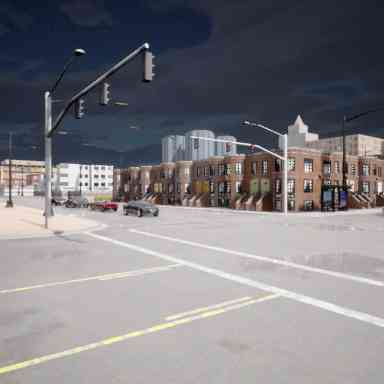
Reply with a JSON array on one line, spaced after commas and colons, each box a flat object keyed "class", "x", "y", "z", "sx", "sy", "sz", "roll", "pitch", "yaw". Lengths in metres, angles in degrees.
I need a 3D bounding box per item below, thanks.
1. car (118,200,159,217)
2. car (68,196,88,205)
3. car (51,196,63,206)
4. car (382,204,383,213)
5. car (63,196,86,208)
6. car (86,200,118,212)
[{"class": "car", "x": -4.866, "y": 1.505, "z": 31.318, "sx": 1.837, "sy": 1.490, "sz": 4.892, "roll": 0, "pitch": 0, "yaw": -36}, {"class": "car", "x": -20.246, "y": 1.491, "z": 58.940, "sx": 2.128, "sy": 1.511, "sz": 4.902, "roll": 0, "pitch": 0, "yaw": -36}, {"class": "car", "x": -22.298, "y": 1.492, "z": 55.551, "sx": 2.128, "sy": 1.511, "sz": 4.902, "roll": 0, "pitch": 0, "yaw": -35}, {"class": "car", "x": 20.214, "y": 1.222, "z": 31.415, "sx": 5.566, "sy": 2.045, "sz": 2.150, "roll": 0, "pitch": 0, "yaw": -36}, {"class": "car", "x": -16.277, "y": 1.352, "z": 47.138, "sx": 2.097, "sy": 1.767, "sz": 4.553, "roll": 0, "pitch": 0, "yaw": -36}, {"class": "car", "x": -10.331, "y": 1.601, "z": 38.889, "sx": 1.895, "sy": 1.301, "sz": 4.718, "roll": 0, "pitch": 0, "yaw": -36}]
